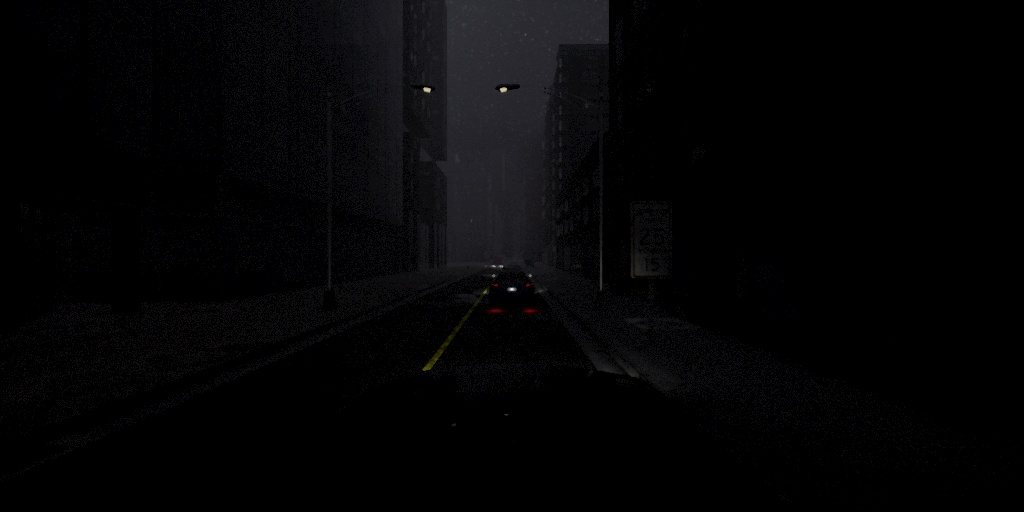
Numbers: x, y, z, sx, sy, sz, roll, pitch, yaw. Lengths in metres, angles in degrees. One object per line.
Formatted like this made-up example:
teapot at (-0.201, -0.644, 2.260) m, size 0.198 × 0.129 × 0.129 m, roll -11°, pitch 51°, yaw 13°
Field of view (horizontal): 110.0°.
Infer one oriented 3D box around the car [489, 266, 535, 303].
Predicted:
car at (0.000, 1.323, 16.500) m, size 1.994 × 1.385 × 4.181 m, roll 0°, pitch 0°, yaw 0°

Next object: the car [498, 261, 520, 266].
car at (0.000, 1.368, 31.530) m, size 1.895 × 1.301 × 4.718 m, roll 0°, pitch 0°, yaw 0°

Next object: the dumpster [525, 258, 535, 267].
dumpster at (3.135, 1.159, 62.745) m, size 1.020 × 1.700 × 1.940 m, roll 0°, pitch 0°, yaw 0°
